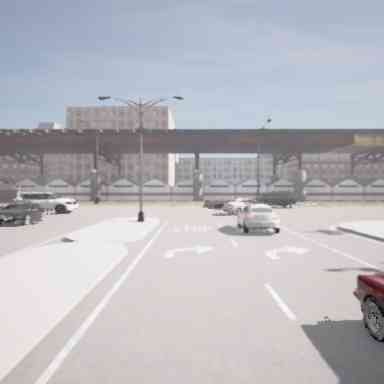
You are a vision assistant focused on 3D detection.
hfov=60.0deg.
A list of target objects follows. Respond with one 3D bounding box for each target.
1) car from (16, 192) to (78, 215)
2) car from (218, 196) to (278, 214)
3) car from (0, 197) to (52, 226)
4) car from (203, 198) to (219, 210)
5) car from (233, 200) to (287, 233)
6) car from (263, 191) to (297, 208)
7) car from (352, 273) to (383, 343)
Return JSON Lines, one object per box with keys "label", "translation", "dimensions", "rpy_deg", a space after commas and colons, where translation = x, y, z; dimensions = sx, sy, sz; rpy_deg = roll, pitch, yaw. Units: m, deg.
{"label": "car", "translation": [-13.462, 0.999, 30.659], "dimensions": [5.566, 2.045, 2.150], "rpy_deg": [0, 0, 0]}
{"label": "car", "translation": [5.155, 1.304, 30.427], "dimensions": [4.674, 1.442, 1.812], "rpy_deg": [0, -1, -20]}
{"label": "car", "translation": [-11.168, 1.345, 21.917], "dimensions": [1.837, 1.490, 4.892], "rpy_deg": [4, 0, -7]}
{"label": "car", "translation": [3.304, 1.291, 37.444], "dimensions": [4.181, 1.385, 1.994], "rpy_deg": [0, 0, 5]}
{"label": "car", "translation": [3.600, 1.391, 18.437], "dimensions": [1.812, 1.442, 4.674], "rpy_deg": [0, 0, 1]}
{"label": "car", "translation": [10.055, 0.921, 41.005], "dimensions": [5.566, 2.045, 2.150], "rpy_deg": [0, 1, 1]}
{"label": "car", "translation": [3.601, 1.575, 3.414], "dimensions": [1.895, 1.301, 4.718], "rpy_deg": [0, 0, 0]}
